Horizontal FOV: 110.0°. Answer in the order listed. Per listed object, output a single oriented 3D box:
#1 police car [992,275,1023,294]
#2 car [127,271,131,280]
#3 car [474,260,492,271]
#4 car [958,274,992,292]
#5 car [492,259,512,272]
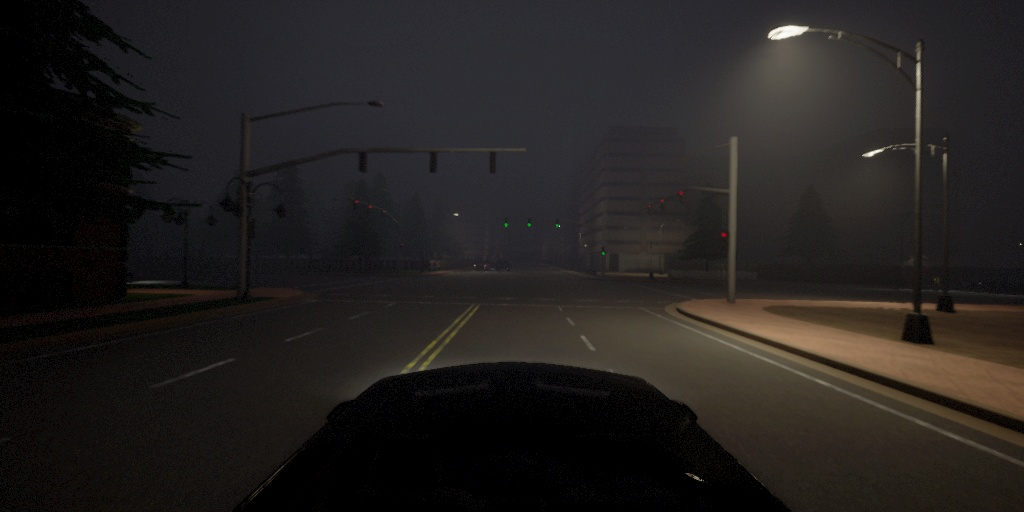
[{"bbox_3d":[41.596,2.264,27.951,5.238,1.638,1.930,1,-1,2],"label":"police car"},{"bbox_3d":[-27.404,0.908,23.061,4.674,1.442,1.812,1,-1,2],"label":"car"},{"bbox_3d":[-4.956,1.513,58.474,2.097,1.767,4.553,1,-1,2],"label":"car"},{"bbox_3d":[42.408,2.378,31.511,4.902,1.511,2.128,1,-1,2],"label":"car"},{"bbox_3d":[-1.459,1.452,58.211,2.150,2.045,5.566,1,-1,2],"label":"car"}]
